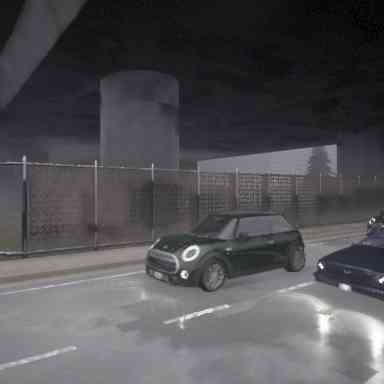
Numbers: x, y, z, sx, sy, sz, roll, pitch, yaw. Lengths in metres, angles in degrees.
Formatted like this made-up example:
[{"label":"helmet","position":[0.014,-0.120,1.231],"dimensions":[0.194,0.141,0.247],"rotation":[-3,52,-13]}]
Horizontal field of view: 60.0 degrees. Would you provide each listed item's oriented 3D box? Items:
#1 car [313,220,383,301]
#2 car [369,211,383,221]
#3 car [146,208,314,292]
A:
[{"label":"car","position":[5.417,1.548,8.065],"dimensions":[5.357,1.411,2.033],"rotation":[0,0,-30]},{"label":"car","position":[10.356,1.352,15.929],"dimensions":[4.553,1.767,2.097],"rotation":[0,0,-36]},{"label":"car","position":[1.020,1.352,9.098],"dimensions":[4.553,1.767,2.097],"rotation":[0,0,-36]}]
